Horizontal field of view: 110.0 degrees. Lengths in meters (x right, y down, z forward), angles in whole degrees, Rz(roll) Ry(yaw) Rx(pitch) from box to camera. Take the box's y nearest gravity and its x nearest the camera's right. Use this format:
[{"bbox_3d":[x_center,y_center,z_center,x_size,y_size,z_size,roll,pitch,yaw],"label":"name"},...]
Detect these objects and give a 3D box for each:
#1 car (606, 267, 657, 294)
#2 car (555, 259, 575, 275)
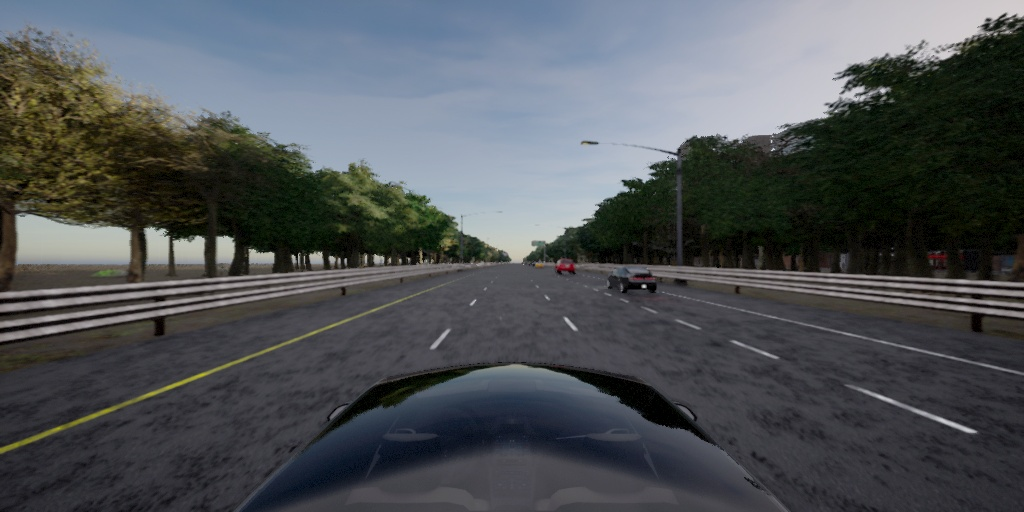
[{"bbox_3d":[7.023,1.384,21.486,1.837,1.490,4.892,0,-1,0],"label":"car"},{"bbox_3d":[7.125,1.446,48.652,2.150,2.045,5.566,0,-1,0],"label":"car"}]
